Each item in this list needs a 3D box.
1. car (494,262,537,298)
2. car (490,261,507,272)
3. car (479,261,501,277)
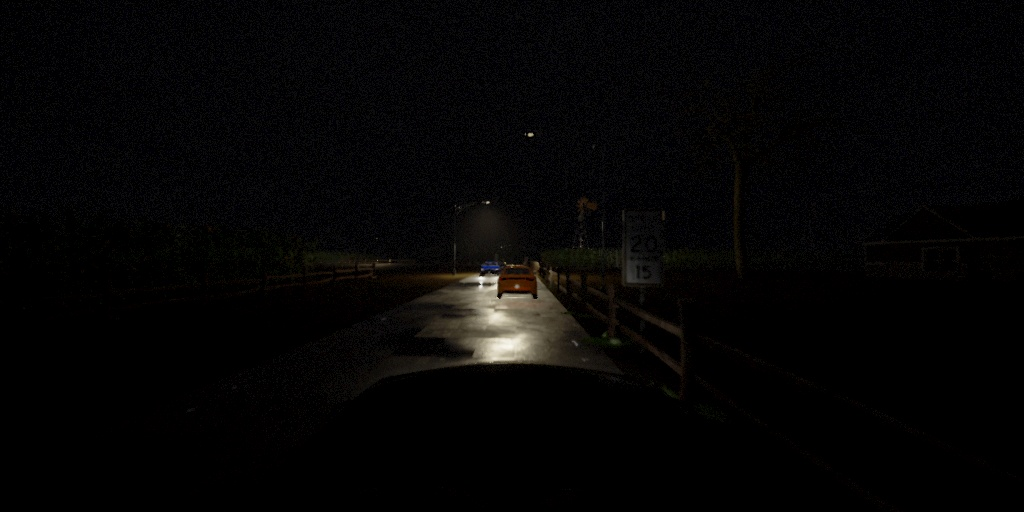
[{"bbox_3d":[0.283,1.253,18.862,1.882,1.535,5.008,1,0,1],"label":"car"},{"bbox_3d":[-1.888,1.469,50.556,2.033,1.411,5.357,1,0,1],"label":"car"},{"bbox_3d":[-2.139,1.310,36.758,1.812,1.442,4.674,1,0,1],"label":"car"}]
